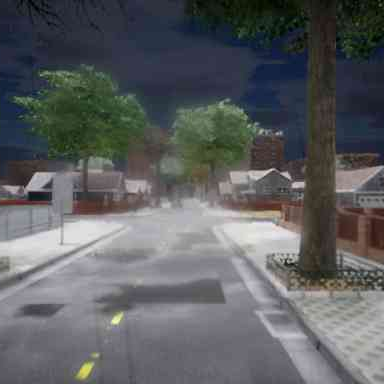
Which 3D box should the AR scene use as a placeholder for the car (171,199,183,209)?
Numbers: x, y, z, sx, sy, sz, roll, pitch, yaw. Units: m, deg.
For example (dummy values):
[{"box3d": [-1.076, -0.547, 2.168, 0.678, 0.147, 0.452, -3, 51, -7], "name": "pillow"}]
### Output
[{"box3d": [-2.761, 2.162, 61.164, 2.097, 1.767, 4.553, 0, -1, 0], "name": "car"}]
